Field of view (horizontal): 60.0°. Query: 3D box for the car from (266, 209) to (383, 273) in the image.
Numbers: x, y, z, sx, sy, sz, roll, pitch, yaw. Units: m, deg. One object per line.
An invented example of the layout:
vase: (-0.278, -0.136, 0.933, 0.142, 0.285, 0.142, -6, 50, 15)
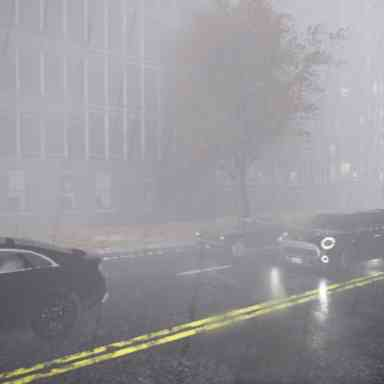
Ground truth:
car: (4.944, 1.463, 11.188, 4.553, 1.767, 2.097, 1, 0, -35)

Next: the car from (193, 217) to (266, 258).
car: (2.381, 1.703, 13.357, 4.718, 1.301, 1.895, 1, 0, -35)

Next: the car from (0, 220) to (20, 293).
car: (-6.512, 1.490, 7.024, 4.892, 1.490, 1.837, 1, -1, -35)

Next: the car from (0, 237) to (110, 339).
car: (-3.736, 1.488, 5.012, 4.902, 1.511, 2.128, 1, 0, -35)
